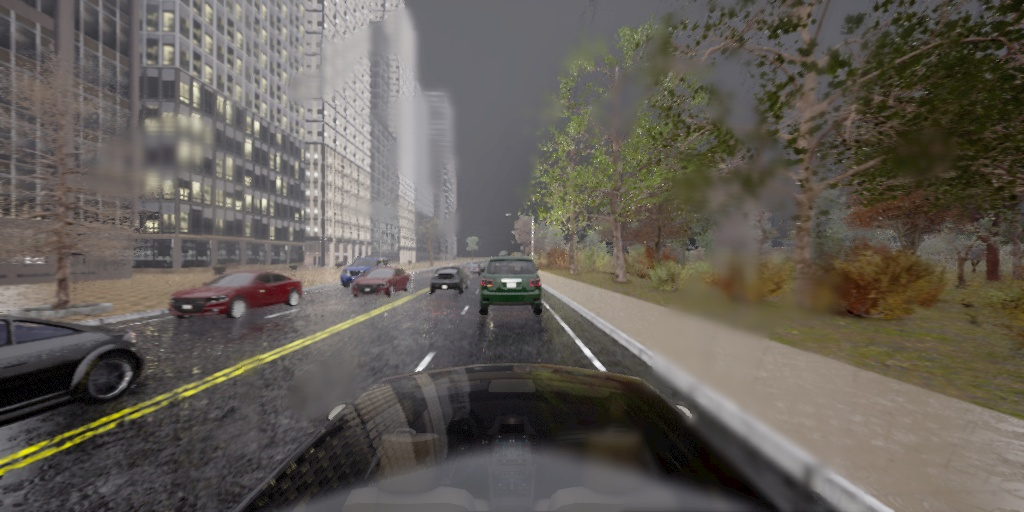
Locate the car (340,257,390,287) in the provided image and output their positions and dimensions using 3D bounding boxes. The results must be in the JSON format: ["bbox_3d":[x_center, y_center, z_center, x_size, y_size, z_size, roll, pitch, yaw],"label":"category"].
[{"bbox_3d":[-10.404,1.116,26.157,2.150,2.045,5.566,0,0,-2],"label":"car"}]

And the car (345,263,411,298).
[{"bbox_3d":[-6.937,1.331,19.482,1.882,1.535,5.008,0,0,-2],"label":"car"}]

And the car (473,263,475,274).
[{"bbox_3d":[-4.391,1.509,41.005,2.033,1.411,5.357,0,0,-2],"label":"car"}]

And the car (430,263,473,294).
[{"bbox_3d":[-3.612,1.364,21.245,1.837,1.490,4.892,0,0,-2],"label":"car"}]

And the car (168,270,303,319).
[{"bbox_3d":[-9.907,1.303,13.389,1.882,1.535,5.008,0,-1,-1],"label":"car"}]

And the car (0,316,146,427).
[{"bbox_3d":[-6.518,1.333,3.595,1.994,1.385,4.181,0,0,1],"label":"car"}]

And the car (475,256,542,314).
[{"bbox_3d":[-0.089,1.039,14.309,2.150,2.045,5.566,0,0,-1],"label":"car"}]
